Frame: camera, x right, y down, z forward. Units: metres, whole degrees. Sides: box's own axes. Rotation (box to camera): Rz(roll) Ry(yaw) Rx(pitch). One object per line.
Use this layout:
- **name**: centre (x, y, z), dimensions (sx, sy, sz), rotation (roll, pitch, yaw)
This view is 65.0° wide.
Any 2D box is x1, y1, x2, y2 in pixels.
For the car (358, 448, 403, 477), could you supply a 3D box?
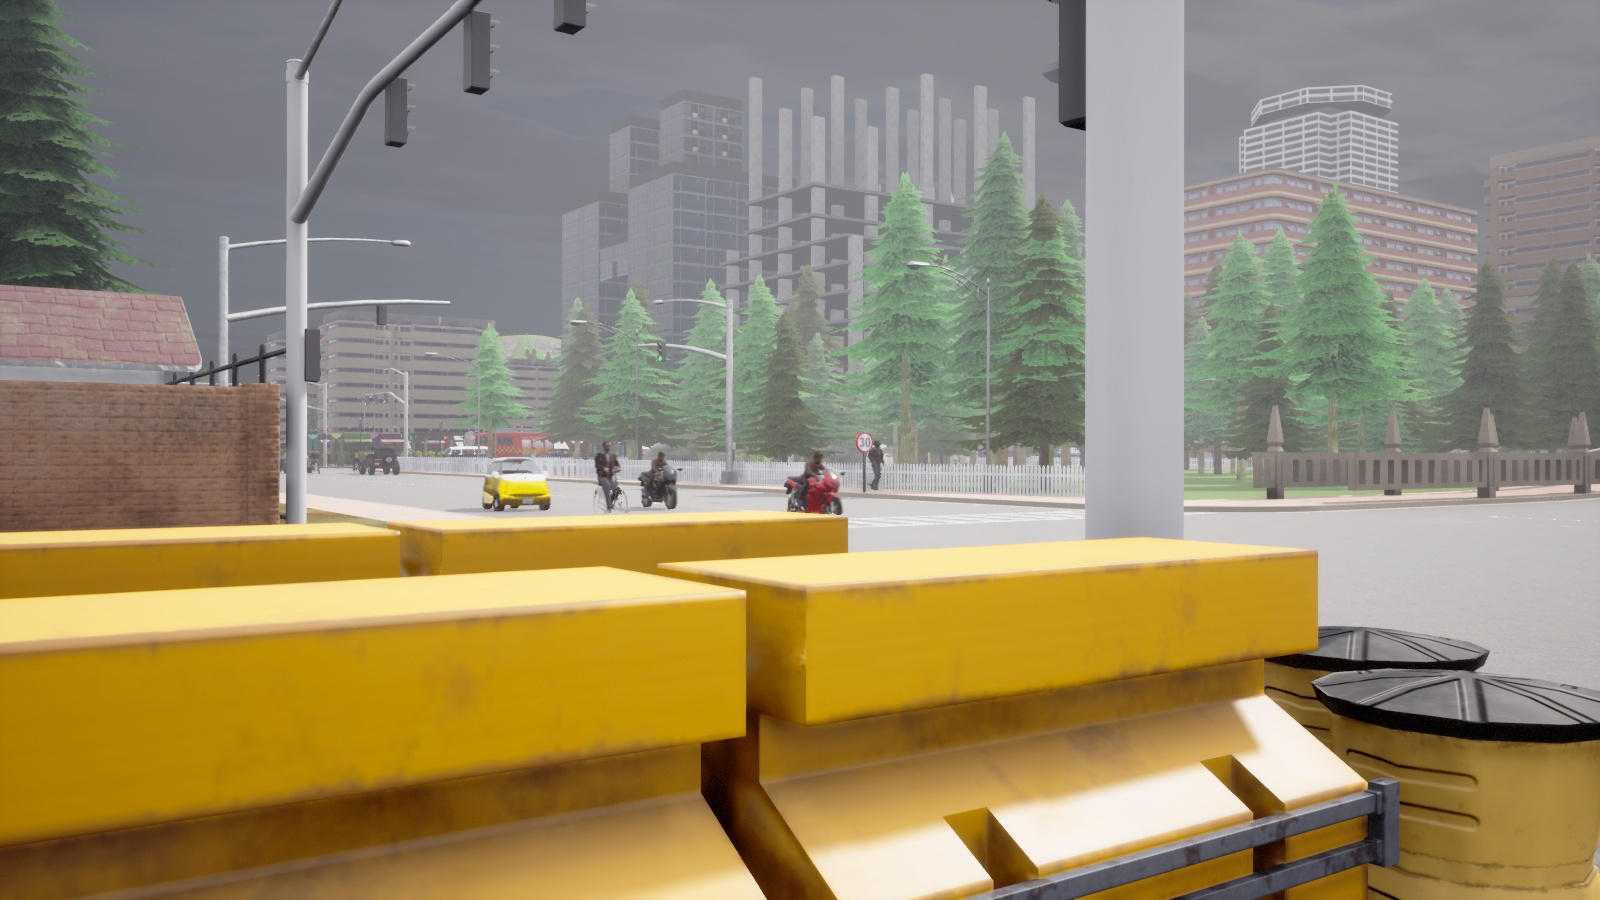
- **car**: centre (-27.683, 0.802, 82.736), dimensions (1.905, 1.878, 3.866), rotation (0, 0, -33)

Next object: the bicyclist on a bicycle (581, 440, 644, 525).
- **bicyclist on a bicycle**: centre (-4.072, 0.691, 27.190), dimensions (0.659, 1.776, 1.843), rotation (0, 0, -32)

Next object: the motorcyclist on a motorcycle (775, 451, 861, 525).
- **motorcyclist on a motorcycle**: centre (0.362, 0.792, 26.965), dimensions (0.797, 1.523, 2.044), rotation (0, 0, -35)

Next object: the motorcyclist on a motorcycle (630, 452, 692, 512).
- **motorcyclist on a motorcycle**: centre (-3.668, 0.815, 33.046), dimensions (0.797, 1.523, 2.044), rotation (0, 0, -33)

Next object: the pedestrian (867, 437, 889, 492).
- **pedestrian**: centre (2.772, 0.507, 44.601), dimensions (0.402, 1.930, 0.666), rotation (0, 0, -39)

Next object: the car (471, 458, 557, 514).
- **car**: centre (-7.368, 0.894, 32.314), dimensions (1.481, 1.376, 2.207), rotation (0, -1, -33)

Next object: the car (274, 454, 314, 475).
- **car**: centre (-35.762, 1.003, 88.727), dimensions (1.970, 1.475, 3.806), rotation (0, 0, -33)
